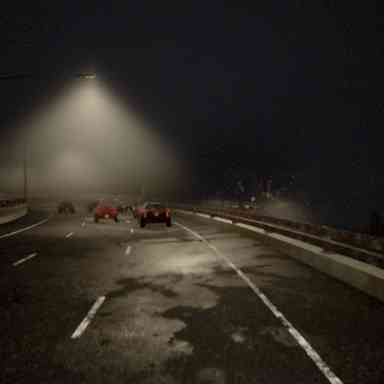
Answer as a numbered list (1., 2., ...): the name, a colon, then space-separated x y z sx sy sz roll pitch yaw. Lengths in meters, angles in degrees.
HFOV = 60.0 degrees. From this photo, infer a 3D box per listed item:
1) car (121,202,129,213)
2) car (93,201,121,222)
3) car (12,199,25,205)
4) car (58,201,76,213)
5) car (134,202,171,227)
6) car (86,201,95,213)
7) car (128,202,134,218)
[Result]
1. car: -8.572 1.964 42.893 1.895 1.301 4.718 0 0 -22
2. car: -7.453 1.784 28.838 1.812 1.442 4.674 0 0 -17
3. car: -40.337 2.354 77.230 4.892 1.490 1.837 -1 -1 43
4. car: -16.286 1.952 43.087 1.812 1.442 4.674 0 0 -24
5. car: -2.892 1.547 24.727 2.097 1.767 4.553 0 0 -13
6. car: -12.673 1.926 43.548 1.812 1.442 4.674 0 0 -24
7. car: -4.369 1.795 30.827 2.033 1.411 5.357 0 0 -16
